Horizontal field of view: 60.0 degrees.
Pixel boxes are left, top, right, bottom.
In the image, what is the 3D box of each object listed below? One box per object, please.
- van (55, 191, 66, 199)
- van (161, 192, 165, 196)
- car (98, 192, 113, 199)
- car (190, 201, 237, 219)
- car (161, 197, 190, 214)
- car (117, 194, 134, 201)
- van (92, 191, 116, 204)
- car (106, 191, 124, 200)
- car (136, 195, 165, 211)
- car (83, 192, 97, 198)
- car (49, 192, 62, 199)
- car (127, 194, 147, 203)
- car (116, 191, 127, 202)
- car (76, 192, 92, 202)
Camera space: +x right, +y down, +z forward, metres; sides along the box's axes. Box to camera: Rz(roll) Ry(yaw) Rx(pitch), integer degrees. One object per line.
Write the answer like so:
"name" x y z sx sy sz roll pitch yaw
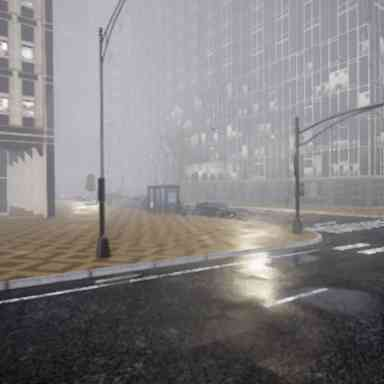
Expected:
"van" -29.925 0.747 75.933 1.690 1.788 3.998 0 1 -34
"van" -3.768 0.965 52.502 1.690 1.788 3.998 0 1 -34
"car" -19.800 0.798 75.967 1.967 1.590 4.097 0 1 -34
"car" 2.030 1.500 28.933 1.947 1.339 4.313 0 1 -34
"car" -1.163 1.464 33.638 1.802 1.307 4.206 0 1 -34
"car" -13.387 1.047 66.583 1.802 1.307 4.206 0 1 -34
"van" -13.894 1.015 52.468 1.690 1.788 3.998 0 1 -34
"car" -16.593 0.726 71.273 2.192 1.841 5.009 0 1 -34
"car" -4.321 1.396 38.363 1.947 1.339 4.313 0 1 -34
"car" -26.212 0.801 85.353 2.008 1.369 4.403 0 1 -34
"car" -33.131 0.792 80.626 1.967 1.590 4.097 0 1 -34
"car" -8.328 1.108 54.570 2.128 1.511 4.902 -1 1 -34
"car" -14.076 1.026 62.984 1.837 1.490 4.892 -1 1 -34
"car" -20.307 1.118 61.856 2.008 1.369 4.403 0 1 -34
